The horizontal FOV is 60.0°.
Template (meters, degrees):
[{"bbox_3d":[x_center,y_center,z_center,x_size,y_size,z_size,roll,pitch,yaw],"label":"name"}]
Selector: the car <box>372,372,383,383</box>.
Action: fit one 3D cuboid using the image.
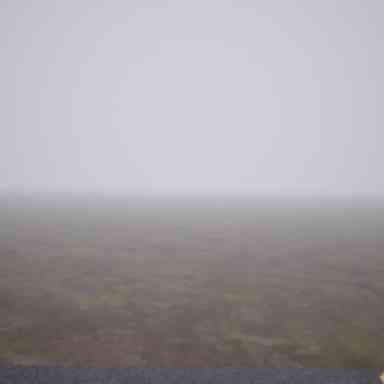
[{"bbox_3d":[3.948,1.503,2.077,5.366,1.575,1.801,1,0,-1],"label":"car"}]
